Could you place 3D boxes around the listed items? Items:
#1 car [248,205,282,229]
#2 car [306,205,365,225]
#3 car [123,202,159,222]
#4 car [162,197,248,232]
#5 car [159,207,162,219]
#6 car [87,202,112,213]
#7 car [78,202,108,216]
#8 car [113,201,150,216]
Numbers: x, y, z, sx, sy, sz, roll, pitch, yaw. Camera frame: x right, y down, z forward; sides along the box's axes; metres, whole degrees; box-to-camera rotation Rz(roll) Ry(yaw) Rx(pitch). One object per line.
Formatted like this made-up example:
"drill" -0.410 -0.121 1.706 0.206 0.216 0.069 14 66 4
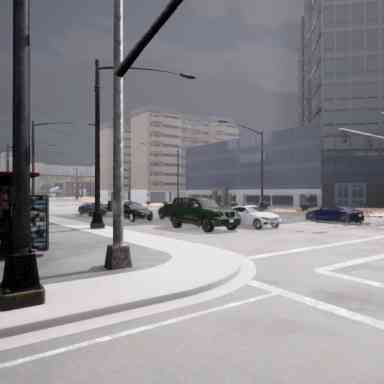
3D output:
"car" 3.908 1.635 22.695 1.812 1.442 4.674 0 -1 -35
"car" 10.855 1.658 25.407 1.994 1.385 4.181 0 -1 -36
"car" -5.165 1.741 29.264 1.837 1.490 4.892 0 -1 -36
"car" 0.641 1.335 21.264 2.150 2.045 5.566 0 -1 -36
"car" -1.391 1.740 30.083 1.812 1.442 4.674 0 -1 -36
"car" -12.734 2.060 45.719 1.994 1.385 4.181 0 -1 -35
"car" -11.411 1.939 37.880 2.033 1.411 5.357 0 -1 -36
"car" -6.903 1.841 37.626 2.128 1.511 4.902 0 -1 -36
